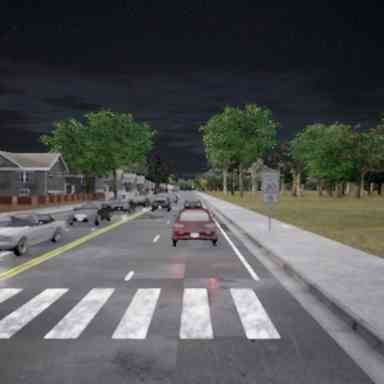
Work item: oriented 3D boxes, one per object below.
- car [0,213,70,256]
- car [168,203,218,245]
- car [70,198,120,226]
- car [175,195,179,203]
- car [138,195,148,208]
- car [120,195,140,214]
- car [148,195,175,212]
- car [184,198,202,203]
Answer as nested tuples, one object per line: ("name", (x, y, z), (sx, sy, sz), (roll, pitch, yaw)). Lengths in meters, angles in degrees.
("car", (-6.596, 1.502, 12.784), (1.895, 1.301, 4.718), (0, 0, 0))
("car", (0.104, 1.412, 14.696), (1.812, 1.442, 4.674), (0, 0, 0))
("car", (-6.588, 1.318, 22.057), (2.128, 1.511, 4.902), (0, 0, 0))
("car", (-3.164, 1.121, 53.955), (2.033, 1.411, 5.357), (0, 0, 0))
("car", (-6.518, 1.145, 42.103), (1.882, 1.535, 5.008), (0, 0, 0))
("car", (-6.568, 1.312, 31.942), (1.994, 1.385, 4.181), (0, 0, 0))
("car", (-3.142, 1.227, 35.163), (1.837, 1.490, 4.892), (0, 0, 0))
("car", (0.104, 1.321, 35.448), (1.895, 1.301, 4.718), (0, 0, 0))
